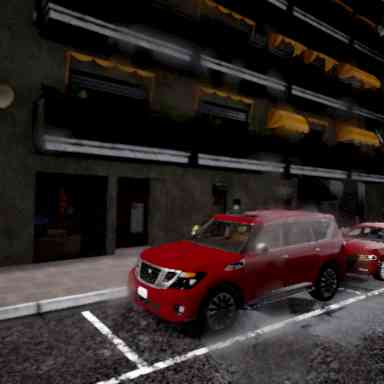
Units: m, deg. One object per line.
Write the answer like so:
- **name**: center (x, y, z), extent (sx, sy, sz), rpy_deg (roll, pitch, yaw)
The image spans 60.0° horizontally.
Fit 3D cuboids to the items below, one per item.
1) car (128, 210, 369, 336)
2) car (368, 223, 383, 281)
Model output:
- **car**: center (1.242, 1.354, 6.955), extent (5.009, 1.841, 2.192), rpy_deg (1, 1, -35)
- **car**: center (5.740, 1.629, 10.170), extent (4.507, 1.381, 1.887), rpy_deg (1, 1, -35)
